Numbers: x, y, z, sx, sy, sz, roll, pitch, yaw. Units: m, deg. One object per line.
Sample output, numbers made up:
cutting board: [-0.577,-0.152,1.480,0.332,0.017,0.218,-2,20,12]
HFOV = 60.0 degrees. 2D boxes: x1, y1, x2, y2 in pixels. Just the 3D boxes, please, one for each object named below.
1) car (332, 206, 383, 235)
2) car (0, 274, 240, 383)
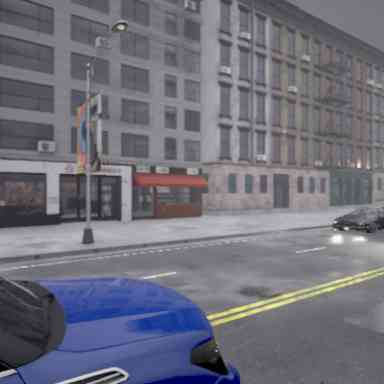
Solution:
car: [10.252,1.528,18.981,5.357,1.411,2.033,0,0,-35]
car: [-2.273,1.222,1.817,5.566,2.045,2.150,0,0,-35]
